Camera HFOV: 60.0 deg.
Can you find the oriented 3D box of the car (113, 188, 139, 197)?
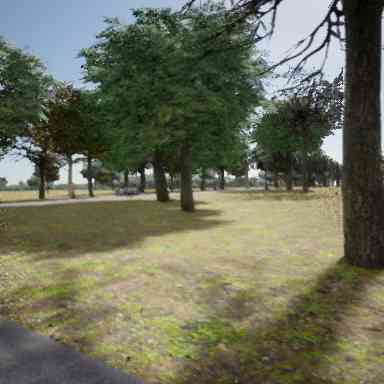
[{"bbox_3d":[-11.273,0.073,57.143,2.128,1.511,4.902,-1,2,38],"label":"car"}]
